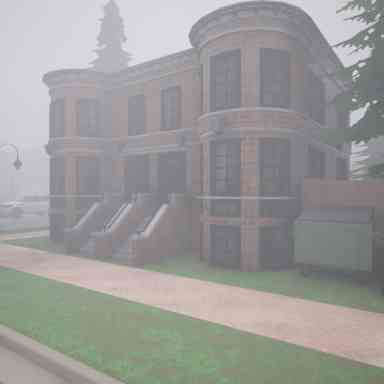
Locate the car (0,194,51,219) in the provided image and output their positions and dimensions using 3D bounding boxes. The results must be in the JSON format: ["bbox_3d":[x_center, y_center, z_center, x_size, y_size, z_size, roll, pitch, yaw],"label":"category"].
[{"bbox_3d":[-14.447,1.221,29.788,2.150,2.045,5.566,0,0,34],"label":"car"}]
